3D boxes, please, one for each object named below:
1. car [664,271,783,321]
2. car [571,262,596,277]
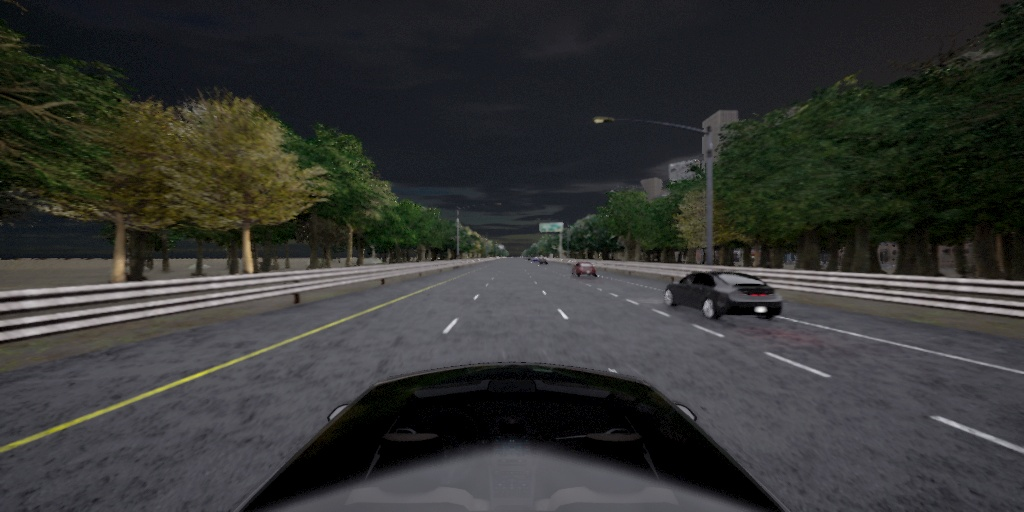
[{"bbox_3d":[7.003,1.266,12.514,1.837,1.490,4.892,0,0,0],"label":"car"},{"bbox_3d":[7.056,1.304,35.440,1.812,1.442,4.674,0,0,0],"label":"car"}]
